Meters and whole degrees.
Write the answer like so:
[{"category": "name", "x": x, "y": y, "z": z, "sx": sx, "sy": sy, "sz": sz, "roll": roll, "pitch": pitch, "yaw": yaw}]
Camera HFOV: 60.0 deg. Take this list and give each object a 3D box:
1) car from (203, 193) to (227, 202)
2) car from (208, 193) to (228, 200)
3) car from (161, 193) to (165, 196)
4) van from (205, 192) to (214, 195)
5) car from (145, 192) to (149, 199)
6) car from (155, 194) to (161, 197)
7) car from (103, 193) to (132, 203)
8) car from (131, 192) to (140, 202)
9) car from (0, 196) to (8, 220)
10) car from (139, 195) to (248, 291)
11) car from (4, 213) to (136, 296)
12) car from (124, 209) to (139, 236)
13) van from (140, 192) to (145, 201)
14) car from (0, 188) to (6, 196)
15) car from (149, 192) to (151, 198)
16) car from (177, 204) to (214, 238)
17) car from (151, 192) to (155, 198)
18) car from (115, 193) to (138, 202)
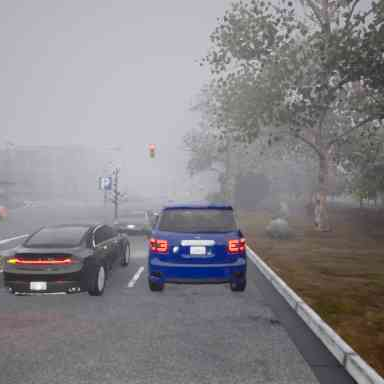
[{"category": "car", "x": 4.763, "y": 1.140, "z": 68.441, "sx": 4.553, "sy": 1.767, "sz": 2.185, "roll": 1, "pitch": 0, "yaw": -14}, {"category": "car", "x": 6.574, "y": 1.127, "z": 83.138, "sx": 4.553, "sy": 1.767, "sz": 2.185, "roll": 1, "pitch": 0, "yaw": -12}, {"category": "car", "x": -10.876, "y": 1.062, "z": 89.839, "sx": 5.566, "sy": 2.045, "sz": 2.435, "roll": -1, "pitch": 0, "yaw": -12}, {"category": "van", "x": 4.375, "y": 1.041, "z": 65.472, "sx": 4.442, "sy": 1.987, "sz": 1.878, "roll": 1, "pitch": 0, "yaw": -14}, {"category": "car", "x": -12.908, "y": 1.320, "z": 74.857, "sx": 4.892, "sy": 1.521, "sz": 2.231, "roll": -1, "pitch": 0, "yaw": -14}, {"category": "car", "x": -11.331, "y": 1.355, "z": 86.833, "sx": 4.674, "sy": 1.452, "sz": 2.002, "roll": -1, "pitch": 0, "yaw": -12}, {"category": "car", "x": -14.356, "y": 1.357, "z": 62.903, "sx": 4.792, "sy": 1.488, "sz": 2.163, "roll": -1, "pitch": 0, "yaw": -15}, {"category": "car", "x": -13.707, "y": 1.314, "z": 65.895, "sx": 5.366, "sy": 1.575, "sz": 1.946, "roll": -1, "pitch": 0, "yaw": -15}, {"category": "car", "x": -16.592, "y": 1.403, "z": 25.100, "sx": 4.553, "sy": 1.767, "sz": 2.185, "roll": -1, "pitch": 0, "yaw": -19}, {"category": "car", "x": 0.124, "y": 1.232, "z": 9.154, "sx": 2.150, "sy": 2.045, "sz": 5.566, "roll": 0, "pitch": 0, "yaw": 0}, {"category": "car", "x": -2.879, "y": 1.515, "z": 8.668, "sx": 1.837, "sy": 1.490, "sz": 4.892, "roll": 0, "pitch": 0, "yaw": 0}, {"category": "car", "x": -2.819, "y": 1.588, "z": 17.554, "sx": 1.994, "sy": 1.385, "sz": 4.181, "roll": 0, "pitch": 0, "yaw": 1}, {"category": "van", "x": -13.140, "y": 1.091, "z": 71.886, "sx": 4.442, "sy": 1.987, "sz": 1.878, "roll": -1, "pitch": 0, "yaw": -14}, {"category": "car", "x": -31.089, "y": 0.136, "z": 53.795, "sx": 2.002, "sy": 1.452, "sz": 4.674, "roll": 6, "pitch": -3, "yaw": -19}, {"category": "car", "x": -12.531, "y": 1.357, "z": 77.851, "sx": 4.674, "sy": 1.452, "sz": 2.002, "roll": -1, "pitch": 0, "yaw": -13}, {"category": "car", "x": 0.199, "y": 1.531, "z": 19.012, "sx": 1.837, "sy": 1.490, "sz": 4.892, "roll": 0, "pitch": 0, "yaw": 0}, {"category": "car", "x": -12.155, "y": 1.357, "z": 80.852, "sx": 4.674, "sy": 1.452, "sz": 2.002, "roll": -1, "pitch": 0, "yaw": -13}, {"category": "car", "x": -13.609, "y": 1.194, "z": 68.846, "sx": 4.553, "sy": 1.767, "sz": 2.185, "roll": -1, "pitch": 0, "yaw": -14}]
